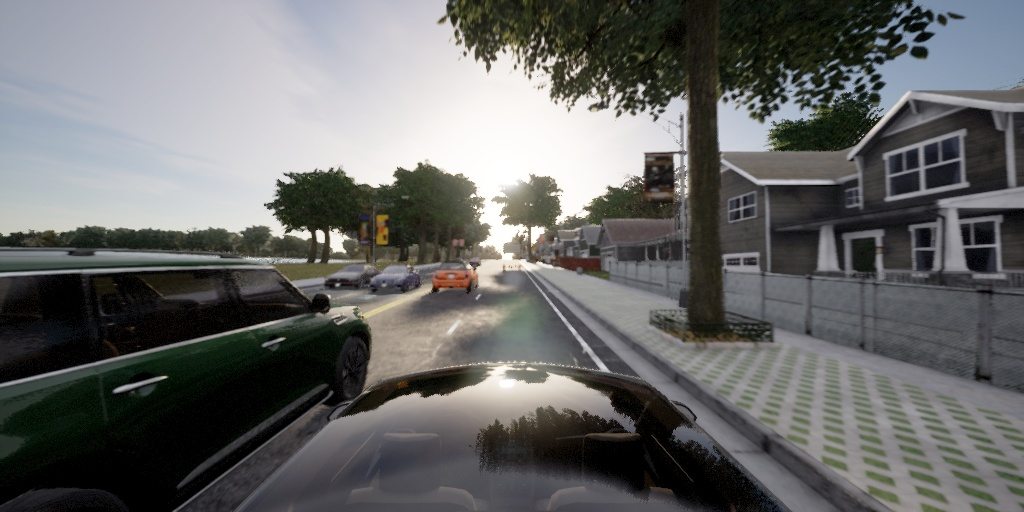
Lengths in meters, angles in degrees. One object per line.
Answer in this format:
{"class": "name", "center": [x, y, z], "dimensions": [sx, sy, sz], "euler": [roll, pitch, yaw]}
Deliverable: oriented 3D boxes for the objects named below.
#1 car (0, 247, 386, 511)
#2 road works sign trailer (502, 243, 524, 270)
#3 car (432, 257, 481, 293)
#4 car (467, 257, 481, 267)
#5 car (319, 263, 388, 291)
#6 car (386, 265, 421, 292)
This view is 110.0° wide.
{"class": "car", "center": [-3.161, 0.972, 3.081], "dimensions": [2.150, 2.045, 5.566], "euler": [0, 0, 0]}
{"class": "road works sign trailer", "center": [0.000, 0.057, 46.531], "dimensions": [2.380, 3.560, 2.880], "euler": [0, 0, 1]}
{"class": "car", "center": [-3.147, 1.060, 20.648], "dimensions": [2.097, 1.767, 4.553], "euler": [0, 0, 0]}
{"class": "car", "center": [-6.528, 0.977, 62.527], "dimensions": [1.882, 1.535, 5.008], "euler": [0, 0, 1]}
{"class": "car", "center": [-9.848, 1.248, 22.909], "dimensions": [2.033, 1.411, 5.357], "euler": [0, 0, 0]}
{"class": "car", "center": [-6.597, 1.233, 20.822], "dimensions": [1.812, 1.442, 4.674], "euler": [0, 0, 0]}
